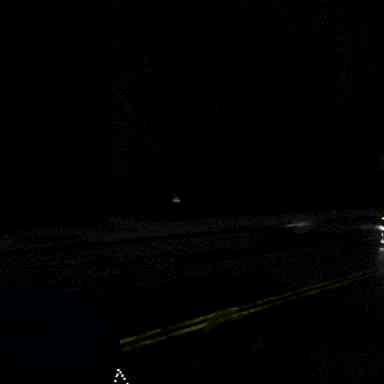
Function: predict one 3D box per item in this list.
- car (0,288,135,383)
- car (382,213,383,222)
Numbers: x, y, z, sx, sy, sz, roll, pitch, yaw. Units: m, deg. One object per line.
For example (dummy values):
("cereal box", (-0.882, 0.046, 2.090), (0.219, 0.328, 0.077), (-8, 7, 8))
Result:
("car", (-2.930, 1.236, 1.349), (5.566, 2.045, 2.150), (-1, 0, -36))
("car", (14.449, 1.380, 21.980), (4.892, 1.490, 1.837), (0, 0, -35))
